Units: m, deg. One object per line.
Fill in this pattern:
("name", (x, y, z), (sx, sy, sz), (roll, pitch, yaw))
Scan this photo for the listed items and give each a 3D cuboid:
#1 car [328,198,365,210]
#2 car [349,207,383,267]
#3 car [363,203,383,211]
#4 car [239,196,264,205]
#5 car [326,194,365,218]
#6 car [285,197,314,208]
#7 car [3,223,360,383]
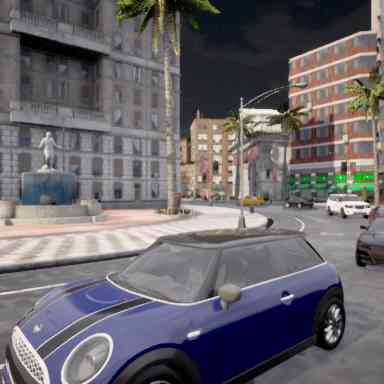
("car", (19.753, 1.519, 42.738), (1.812, 1.442, 4.674), (0, 0, -12))
("car", (6.746, 1.476, 10.851), (1.882, 1.535, 5.008), (0, 0, 37))
("car", (11.654, 1.522, 19.644), (1.812, 1.442, 4.674), (0, 0, 19))
("car", (10.145, 1.471, 57.149), (1.882, 1.535, 5.008), (0, 0, -35))
("car", (13.910, 1.217, 29.884), (2.150, 2.045, 5.566), (0, 0, 4))
("car", (15.039, 1.499, 46.701), (1.837, 1.490, 4.892), (0, 0, -17))
("car", (0.109, 1.352, 4.473), (4.553, 1.767, 2.097), (0, 0, -39))
